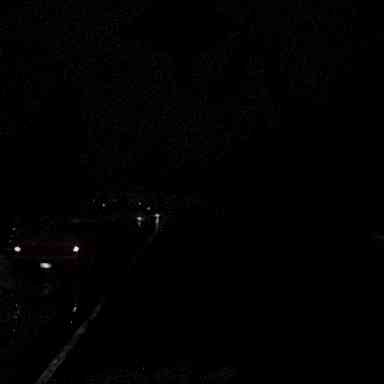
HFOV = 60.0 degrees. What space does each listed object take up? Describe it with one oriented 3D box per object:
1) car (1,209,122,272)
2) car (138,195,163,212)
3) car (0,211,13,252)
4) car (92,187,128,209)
[{"bbox_3d":[-3.595,1.446,10.373,1.895,1.301,4.718,0,1,0],"label":"car"},{"bbox_3d":[-3.578,0.963,29.275,1.895,1.301,4.718,0,2,-1],"label":"car"},{"bbox_3d":[-7.094,1.215,9.538,2.097,1.767,4.553,0,1,0],"label":"car"},{"bbox_3d":[-7.073,0.608,29.183,2.150,2.045,5.566,0,2,-1],"label":"car"}]
